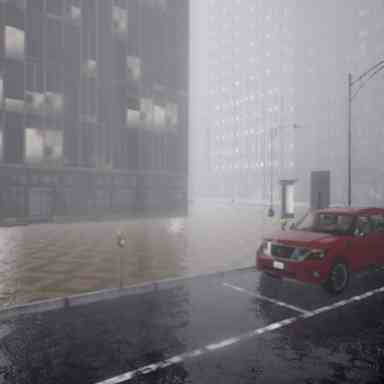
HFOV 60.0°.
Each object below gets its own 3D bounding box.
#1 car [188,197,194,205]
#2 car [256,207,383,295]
[{"bbox_3d":[-1.728,1.111,49.927,1.882,1.535,5.008,1,0,-36],"label":"car"},{"bbox_3d":[4.025,1.358,9.038,5.009,1.841,2.192,0,0,-35],"label":"car"}]
